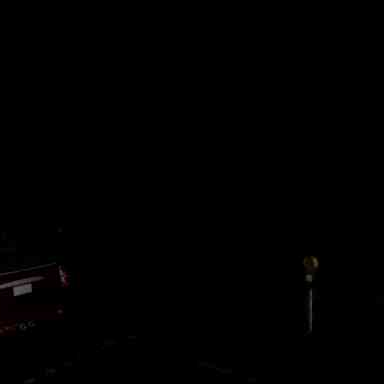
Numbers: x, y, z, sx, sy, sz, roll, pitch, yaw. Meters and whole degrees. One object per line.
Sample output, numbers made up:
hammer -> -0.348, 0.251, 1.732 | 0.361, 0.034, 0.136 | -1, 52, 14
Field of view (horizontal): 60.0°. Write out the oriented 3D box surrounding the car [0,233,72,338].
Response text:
car -> -4.033, 1.440, 5.949 | 4.097, 1.590, 1.967 | 0, 0, 35
